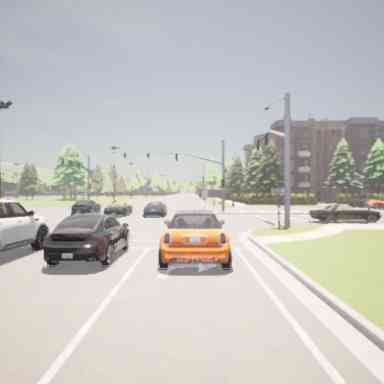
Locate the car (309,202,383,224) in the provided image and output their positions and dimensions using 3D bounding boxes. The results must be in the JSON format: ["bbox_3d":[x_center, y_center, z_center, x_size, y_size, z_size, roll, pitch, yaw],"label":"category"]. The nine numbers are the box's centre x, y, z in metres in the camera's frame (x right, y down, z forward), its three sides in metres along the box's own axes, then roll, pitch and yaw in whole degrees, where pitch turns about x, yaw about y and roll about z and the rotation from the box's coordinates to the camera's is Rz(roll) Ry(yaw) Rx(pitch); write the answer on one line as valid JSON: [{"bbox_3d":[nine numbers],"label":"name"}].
[{"bbox_3d":[11.289,1.609,24.558,4.718,1.301,1.895,0,0,1],"label":"car"}]

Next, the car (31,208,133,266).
[{"bbox_3d":[-3.417,1.509,11.548,1.837,1.490,4.892,0,0,0],"label":"car"}]

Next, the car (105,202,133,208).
[{"bbox_3d":[-6.931,1.612,31.933,1.895,1.301,4.718,0,0,0],"label":"car"}]

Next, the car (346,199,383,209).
[{"bbox_3d":[24.372,1.616,46.573,4.718,1.301,1.895,0,0,0],"label":"car"}]

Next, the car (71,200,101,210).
[{"bbox_3d":[-10.433,1.516,33.019,1.837,1.490,4.892,0,0,0],"label":"car"}]

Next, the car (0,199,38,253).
[{"bbox_3d":[-6.910,1.225,11.249,2.150,2.045,5.566,0,0,0],"label":"car"}]

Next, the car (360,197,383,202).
[{"bbox_3d":[24.818,1.367,43.081,4.553,1.767,2.097,0,0,0],"label":"car"}]

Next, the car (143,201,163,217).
[{"bbox_3d":[-3.432,1.575,31.623,1.994,1.385,4.181,0,0,0],"label":"car"}]

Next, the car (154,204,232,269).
[{"bbox_3d":[0.090,1.356,11.320,2.097,1.767,4.553,0,0,0],"label":"car"}]
